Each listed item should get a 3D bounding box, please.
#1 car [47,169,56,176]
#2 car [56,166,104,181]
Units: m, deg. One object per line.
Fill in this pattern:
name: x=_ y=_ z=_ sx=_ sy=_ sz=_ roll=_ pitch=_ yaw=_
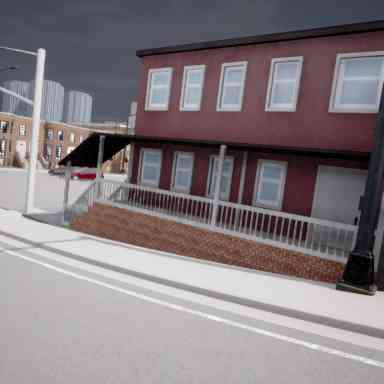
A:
car: x=-14.905 y=-2.510 z=41.071 sx=2.033 sy=1.411 sz=5.357 roll=10 pitch=6 yaw=35
car: x=-12.556 y=-2.061 z=38.383 sx=1.882 sy=1.535 sz=5.008 roll=10 pitch=7 yaw=35
